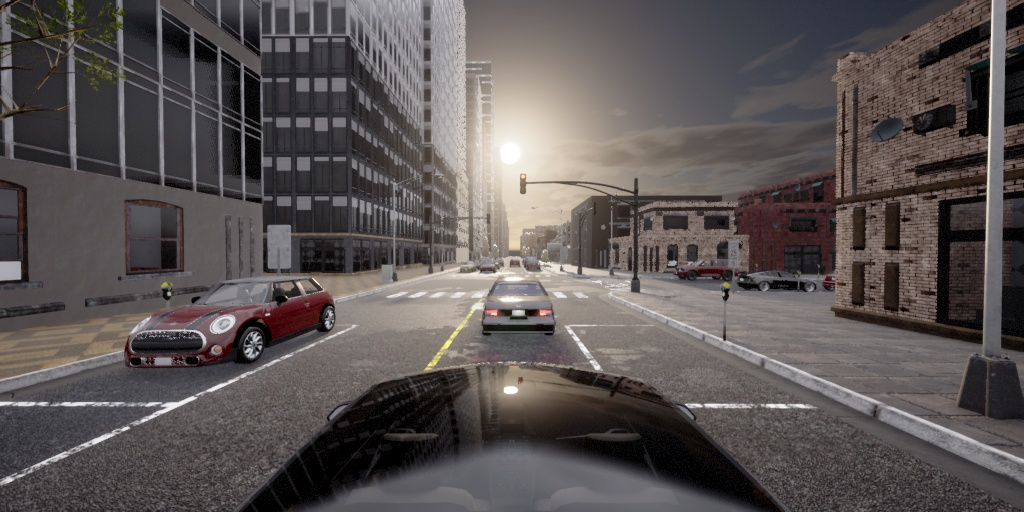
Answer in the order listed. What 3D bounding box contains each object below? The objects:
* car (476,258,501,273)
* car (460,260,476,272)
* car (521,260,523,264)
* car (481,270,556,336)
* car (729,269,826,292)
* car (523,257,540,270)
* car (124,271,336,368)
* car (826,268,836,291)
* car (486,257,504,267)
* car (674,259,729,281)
[{"bbox_3d":[-2.816,1.287,43.613,2.033,1.411,5.357,0,0,0],"label":"car"},{"bbox_3d":[-5.537,1.264,45.599,1.751,1.417,4.829,0,0,0],"label":"car"},{"bbox_3d":[3.096,1.051,62.589,2.192,1.841,5.009,0,0,0],"label":"car"},{"bbox_3d":[0.157,1.295,10.385,2.033,1.411,5.357,0,0,0],"label":"car"},{"bbox_3d":[16.549,1.546,22.548,4.313,1.339,1.948,0,0,1],"label":"car"},{"bbox_3d":[3.020,1.178,51.301,1.967,1.591,4.097,0,0,0],"label":"car"},{"bbox_3d":[-5.653,1.188,7.822,1.967,1.591,4.097,0,0,0],"label":"car"},{"bbox_3d":[22.096,1.473,22.439,4.097,1.591,1.967,0,0,1],"label":"car"},{"bbox_3d":[-2.748,1.285,54.169,2.033,1.411,5.357,0,0,0],"label":"car"},{"bbox_3d":[16.712,1.164,30.926,5.009,1.841,2.192,0,0,1],"label":"car"}]
